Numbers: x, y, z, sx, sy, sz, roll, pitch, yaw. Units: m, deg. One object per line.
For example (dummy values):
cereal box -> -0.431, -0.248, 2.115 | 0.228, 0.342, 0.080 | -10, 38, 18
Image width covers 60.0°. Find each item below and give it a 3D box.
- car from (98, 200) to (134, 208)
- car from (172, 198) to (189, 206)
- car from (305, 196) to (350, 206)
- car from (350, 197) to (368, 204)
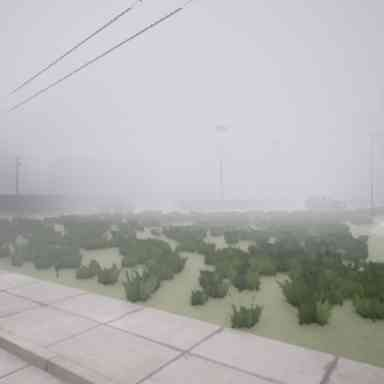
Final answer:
car -> -9.622, 1.807, 42.585 | 1.837, 1.490, 4.892 | -2, -1, 42
car -> -1.278, 1.793, 54.653 | 2.128, 1.511, 4.902 | -1, 0, 35
car -> 16.233, 1.403, 40.511 | 4.605, 1.855, 1.932 | -1, 0, 35
car -> 28.965, 1.616, 59.038 | 3.905, 1.438, 1.784 | -1, 0, 35
